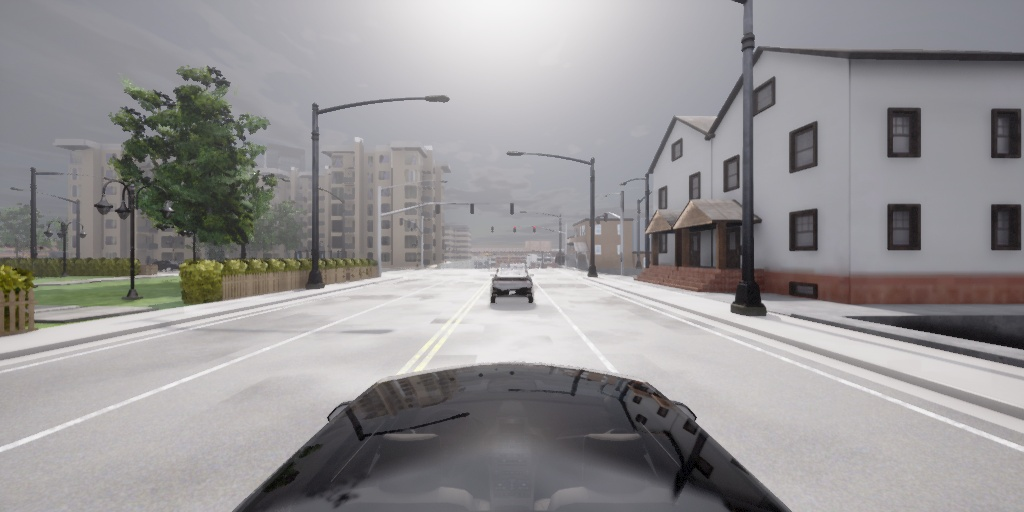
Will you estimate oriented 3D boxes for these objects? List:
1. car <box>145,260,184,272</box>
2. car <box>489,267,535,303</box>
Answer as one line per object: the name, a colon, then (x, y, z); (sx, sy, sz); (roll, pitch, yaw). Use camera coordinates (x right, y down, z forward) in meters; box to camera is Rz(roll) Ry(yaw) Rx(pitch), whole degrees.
car: (-44.596, 1.265, 46.079); (4.892, 1.490, 1.837); (0, 0, 1)
car: (0.000, 1.244, 16.500); (2.128, 1.511, 4.902); (0, 0, 0)
